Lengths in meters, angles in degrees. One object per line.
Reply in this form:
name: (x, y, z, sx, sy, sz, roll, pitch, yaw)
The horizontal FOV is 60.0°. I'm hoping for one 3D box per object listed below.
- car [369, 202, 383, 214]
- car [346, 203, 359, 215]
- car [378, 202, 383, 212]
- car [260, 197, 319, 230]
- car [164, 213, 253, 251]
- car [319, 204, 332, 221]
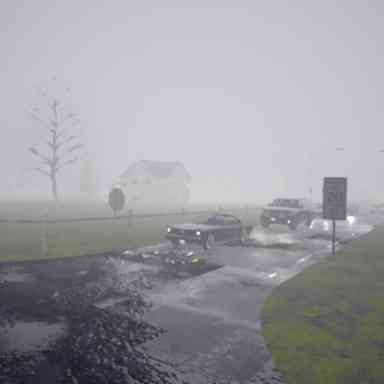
car: (23.575, 2.127, 41.725, 1.895, 1.301, 4.718, 2, 0, 35)
car: (18.518, 2.003, 39.595, 1.895, 1.301, 4.718, 2, 0, 36)
car: (29.415, 2.199, 49.964, 1.994, 1.385, 4.181, 2, 0, 35)
car: (6.654, 1.390, 22.895, 2.150, 2.045, 5.566, 2, 0, 36)
car: (0.886, 1.652, 14.765, 1.895, 1.301, 4.718, 2, 0, 35)
car: (12.575, 1.834, 31.264, 2.033, 1.411, 5.357, 2, 0, 35)
